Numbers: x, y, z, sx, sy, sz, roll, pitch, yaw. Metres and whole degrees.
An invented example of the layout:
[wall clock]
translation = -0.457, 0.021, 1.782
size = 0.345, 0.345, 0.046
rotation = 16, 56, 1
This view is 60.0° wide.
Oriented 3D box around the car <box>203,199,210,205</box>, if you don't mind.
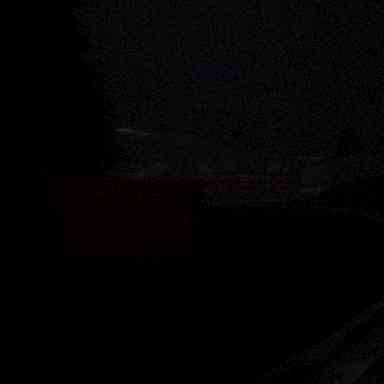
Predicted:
[car]
translation = 0.176, 1.442, 53.261
size = 5.357, 1.411, 2.033
rotation = 0, 0, 10
